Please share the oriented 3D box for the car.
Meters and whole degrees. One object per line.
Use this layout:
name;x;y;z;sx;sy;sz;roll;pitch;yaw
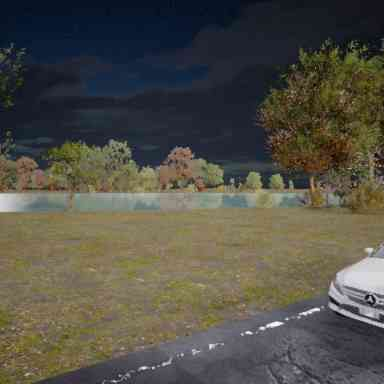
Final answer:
car;4.529;1.523;6.300;4.674;1.442;1.812;0;0;-36
